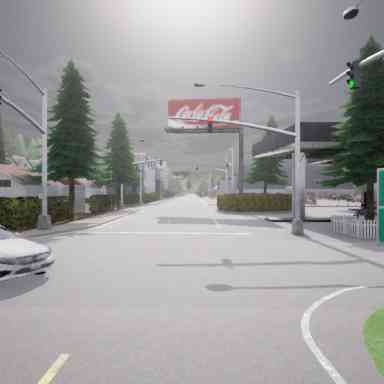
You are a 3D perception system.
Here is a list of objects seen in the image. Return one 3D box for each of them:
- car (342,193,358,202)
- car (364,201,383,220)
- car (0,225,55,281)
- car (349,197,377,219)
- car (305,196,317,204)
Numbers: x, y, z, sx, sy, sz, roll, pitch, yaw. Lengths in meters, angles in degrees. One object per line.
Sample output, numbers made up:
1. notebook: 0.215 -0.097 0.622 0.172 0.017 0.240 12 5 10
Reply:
1. car: 34.931 1.489 71.791 2.007 1.523 4.514 0 0 0
2. car: 18.705 1.672 30.609 4.611 1.667 2.242 0 0 0
3. car: -5.988 1.594 9.227 4.674 1.442 1.812 -1 -1 24
4. car: 14.376 1.505 24.940 3.866 1.878 1.905 0 0 0
5. car: 22.524 1.552 64.004 1.970 1.475 3.806 0 0 0
